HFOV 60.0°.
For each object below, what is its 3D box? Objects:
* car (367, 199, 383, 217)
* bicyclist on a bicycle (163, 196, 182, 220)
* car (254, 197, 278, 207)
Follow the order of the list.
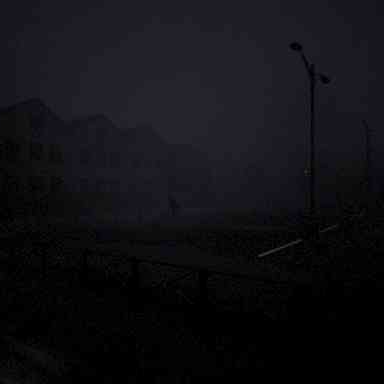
[{"bbox_3d":[15.445,1.298,26.799,2.007,1.523,4.514,0,0,35],"label":"car"},{"bbox_3d":[-1.377,1.109,23.046,1.656,1.620,0.582,0,0,35],"label":"bicyclist on a bicycle"},{"bbox_3d":[10.458,1.356,46.673,2.033,1.411,5.357,0,0,32],"label":"car"}]
